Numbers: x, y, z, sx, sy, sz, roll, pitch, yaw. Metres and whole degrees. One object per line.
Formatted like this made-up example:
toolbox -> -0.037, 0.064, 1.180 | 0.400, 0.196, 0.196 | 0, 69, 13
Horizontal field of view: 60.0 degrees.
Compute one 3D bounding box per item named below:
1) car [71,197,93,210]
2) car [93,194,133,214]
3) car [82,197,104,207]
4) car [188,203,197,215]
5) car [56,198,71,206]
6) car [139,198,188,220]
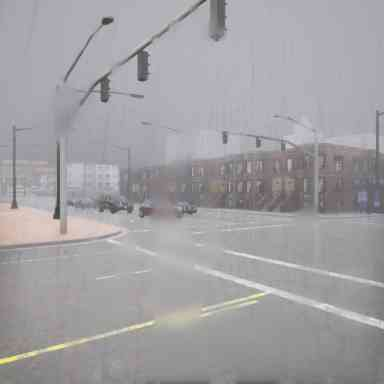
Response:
car -> -14.213, 1.526, 44.300 | 1.812, 1.442, 4.674 | 0, 0, -35
car -> -8.422, 1.221, 36.205 | 2.150, 2.045, 5.566 | 0, 0, -36
car -> -15.689, 1.504, 52.664 | 1.837, 1.490, 4.892 | 0, 0, -36
car -> -1.651, 1.547, 32.999 | 2.033, 1.411, 5.357 | 0, 0, -35
car -> -20.014, 1.564, 52.429 | 1.994, 1.385, 4.181 | 0, 0, -35
car -> -2.709, 1.352, 28.266 | 2.097, 1.767, 4.553 | 0, 0, -35
